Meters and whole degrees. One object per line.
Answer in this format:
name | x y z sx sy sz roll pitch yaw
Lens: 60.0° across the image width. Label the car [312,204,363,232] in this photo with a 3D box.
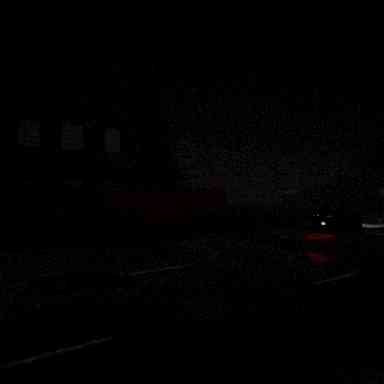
car | 9.031 1.523 20.556 1.837 1.490 4.892 1 0 42
